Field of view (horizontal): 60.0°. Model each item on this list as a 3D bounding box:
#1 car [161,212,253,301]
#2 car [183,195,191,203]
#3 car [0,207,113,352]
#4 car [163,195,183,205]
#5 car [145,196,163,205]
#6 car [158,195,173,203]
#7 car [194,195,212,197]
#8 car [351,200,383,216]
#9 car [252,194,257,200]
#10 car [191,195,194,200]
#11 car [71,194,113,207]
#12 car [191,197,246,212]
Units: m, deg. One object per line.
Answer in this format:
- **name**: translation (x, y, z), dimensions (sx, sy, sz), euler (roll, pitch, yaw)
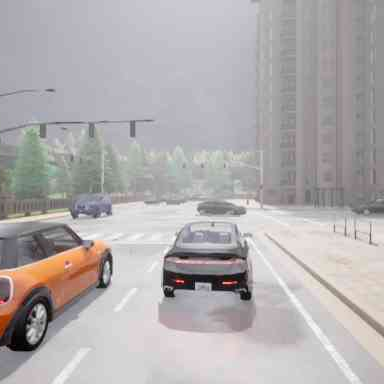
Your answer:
- **car**: translation (0.501, 1.488, 8.405), dimensions (2.128, 1.511, 4.902), euler (0, 0, 7)
- **car**: translation (-2.250, 1.513, 69.593), dimensions (2.033, 1.411, 5.357), euler (0, 0, 11)
- **car**: translation (-3.106, 1.349, 6.407), dimensions (2.097, 1.767, 4.553), euler (0, 0, 4)
- **car**: translation (-3.276, 1.325, 58.399), dimensions (2.097, 1.767, 4.553), euler (0, 0, 3)
- **car**: translation (-6.843, 1.521, 57.789), dimensions (2.033, 1.411, 5.357), euler (0, 0, 4)
- **car**: translation (-5.629, 1.446, 70.564), dimensions (1.882, 1.535, 5.008), euler (0, 0, 11)
- **car**: translation (3.245, 1.440, 82.618), dimensions (1.882, 1.535, 5.008), euler (0, 0, 34)
- **car**: translation (18.468, 1.544, 33.118), dimensions (4.892, 1.490, 1.837), euler (0, 0, 3)
- **car**: translation (18.810, 1.312, 90.890), dimensions (4.553, 1.767, 2.097), euler (0, 0, -20)
- **car**: translation (-0.156, 1.439, 83.887), dimensions (1.882, 1.535, 5.008), euler (0, 0, 34)
- **car**: translation (-8.755, 1.208, 29.528), dimensions (2.150, 2.045, 5.566), euler (0, 0, 4)
- **car**: translation (2.725, 1.527, 31.711), dimensions (4.892, 1.490, 1.837), euler (0, 2, 32)
